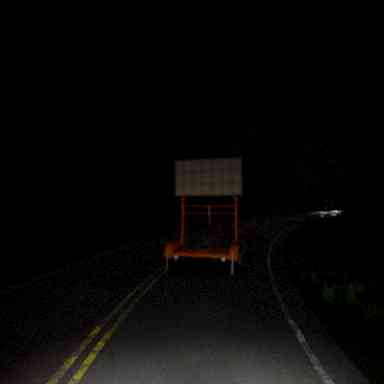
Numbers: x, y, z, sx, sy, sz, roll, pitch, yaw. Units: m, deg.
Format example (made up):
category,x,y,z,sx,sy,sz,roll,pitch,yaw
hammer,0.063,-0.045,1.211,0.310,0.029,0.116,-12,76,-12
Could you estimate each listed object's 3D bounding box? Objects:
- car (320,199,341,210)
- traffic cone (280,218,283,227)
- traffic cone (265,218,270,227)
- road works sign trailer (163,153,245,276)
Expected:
category,x,y,z,sx,sy,sz,roll,pitch,yaw
car,17.858,1.602,42.267,1.812,1.442,4.674,-5,-3,42
traffic cone,6.223,2.075,22.920,0.340,0.580,0.340,-3,-1,18
traffic cone,5.278,2.122,23.230,0.340,0.580,0.340,-3,-1,18
road works sign trailer,0.598,0.579,11.020,2.380,3.560,2.880,-1,-1,19
